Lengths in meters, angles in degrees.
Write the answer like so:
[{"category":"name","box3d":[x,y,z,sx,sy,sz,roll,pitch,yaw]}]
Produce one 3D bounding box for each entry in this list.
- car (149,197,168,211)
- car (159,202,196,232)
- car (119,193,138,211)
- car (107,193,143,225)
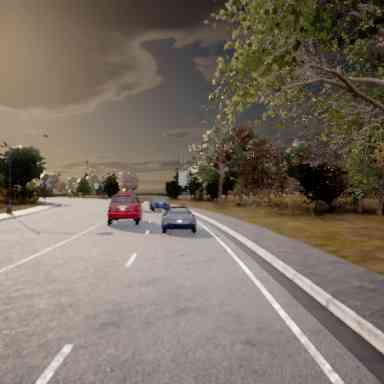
[{"category":"car","box3d":[-3.995,1.330,39.905,2.097,1.767,4.553,0,0,-12]},{"category":"car","box3d":[-0.856,1.553,20.055,1.994,1.385,4.181,0,0,-5]},{"category":"car","box3d":[-8.150,1.196,42.431,2.150,2.045,5.566,0,0,-14]},{"category":"car","box3d":[-4.799,1.209,24.245,2.150,2.045,5.566,0,0,-6]}]
